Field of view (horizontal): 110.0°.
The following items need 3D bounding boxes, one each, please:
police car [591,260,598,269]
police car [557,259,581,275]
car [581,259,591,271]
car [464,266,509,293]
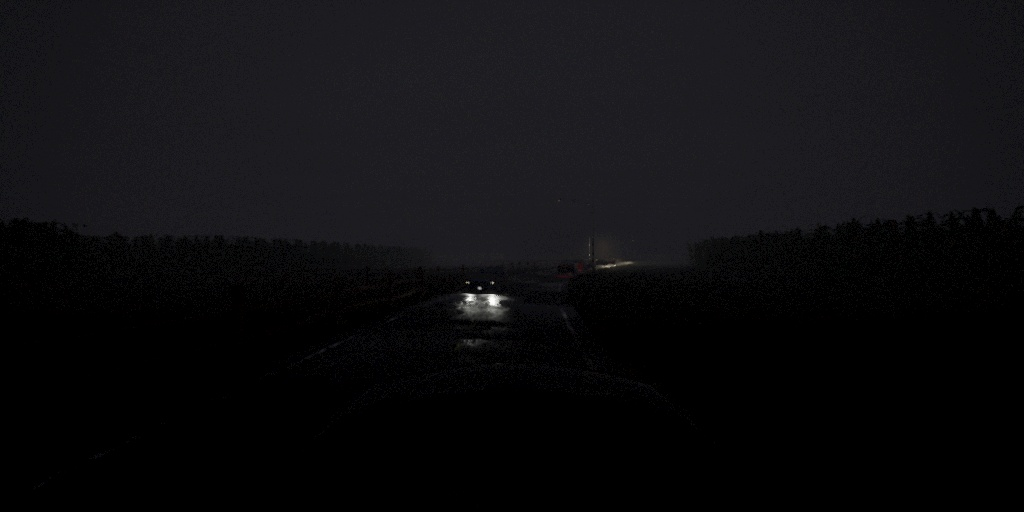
[{"bbox_3d":[11.474,1.264,55.529,1.930,1.638,5.238,0,0,22],"label":"police car"},{"bbox_3d":[6.334,1.255,40.639,1.930,1.638,5.238,0,0,16],"label":"police car"},{"bbox_3d":[9.308,1.187,49.880,2.097,1.767,4.553,0,0,20],"label":"car"},{"bbox_3d":[-1.358,1.338,21.695,2.033,1.411,5.357,0,0,8],"label":"car"}]
